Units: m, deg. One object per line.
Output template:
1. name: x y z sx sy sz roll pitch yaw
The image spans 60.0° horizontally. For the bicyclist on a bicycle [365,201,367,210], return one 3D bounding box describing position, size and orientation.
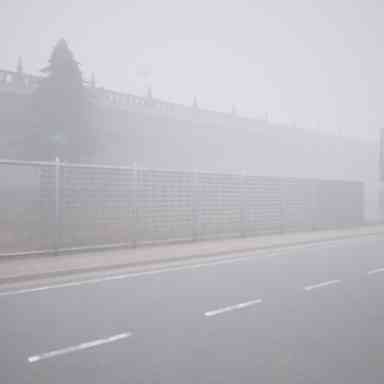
1. bicyclist on a bicycle: 25.202 1.894 48.648 1.656 1.620 0.582 0 0 -36
